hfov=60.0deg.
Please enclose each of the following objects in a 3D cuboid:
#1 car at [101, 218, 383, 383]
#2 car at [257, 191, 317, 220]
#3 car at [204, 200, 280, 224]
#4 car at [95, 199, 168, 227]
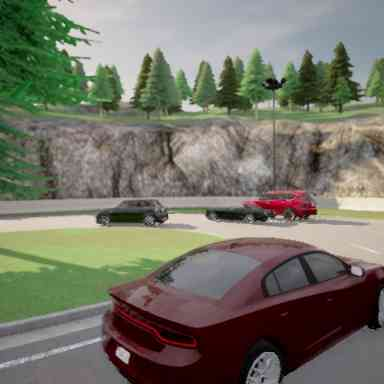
[{"bbox_3d":[1.190,1.427,4.923,5.008,1.535,1.882,-1,1,-40],"label":"car"},{"bbox_3d":[6.197,0.963,24.254,5.566,2.045,2.150,0,0,44],"label":"car"},{"bbox_3d":[3.143,1.390,22.444,4.718,1.301,1.895,0,0,39],"label":"car"},{"bbox_3d":[-3.910,1.227,21.423,4.553,1.767,2.097,-1,1,13],"label":"car"}]
